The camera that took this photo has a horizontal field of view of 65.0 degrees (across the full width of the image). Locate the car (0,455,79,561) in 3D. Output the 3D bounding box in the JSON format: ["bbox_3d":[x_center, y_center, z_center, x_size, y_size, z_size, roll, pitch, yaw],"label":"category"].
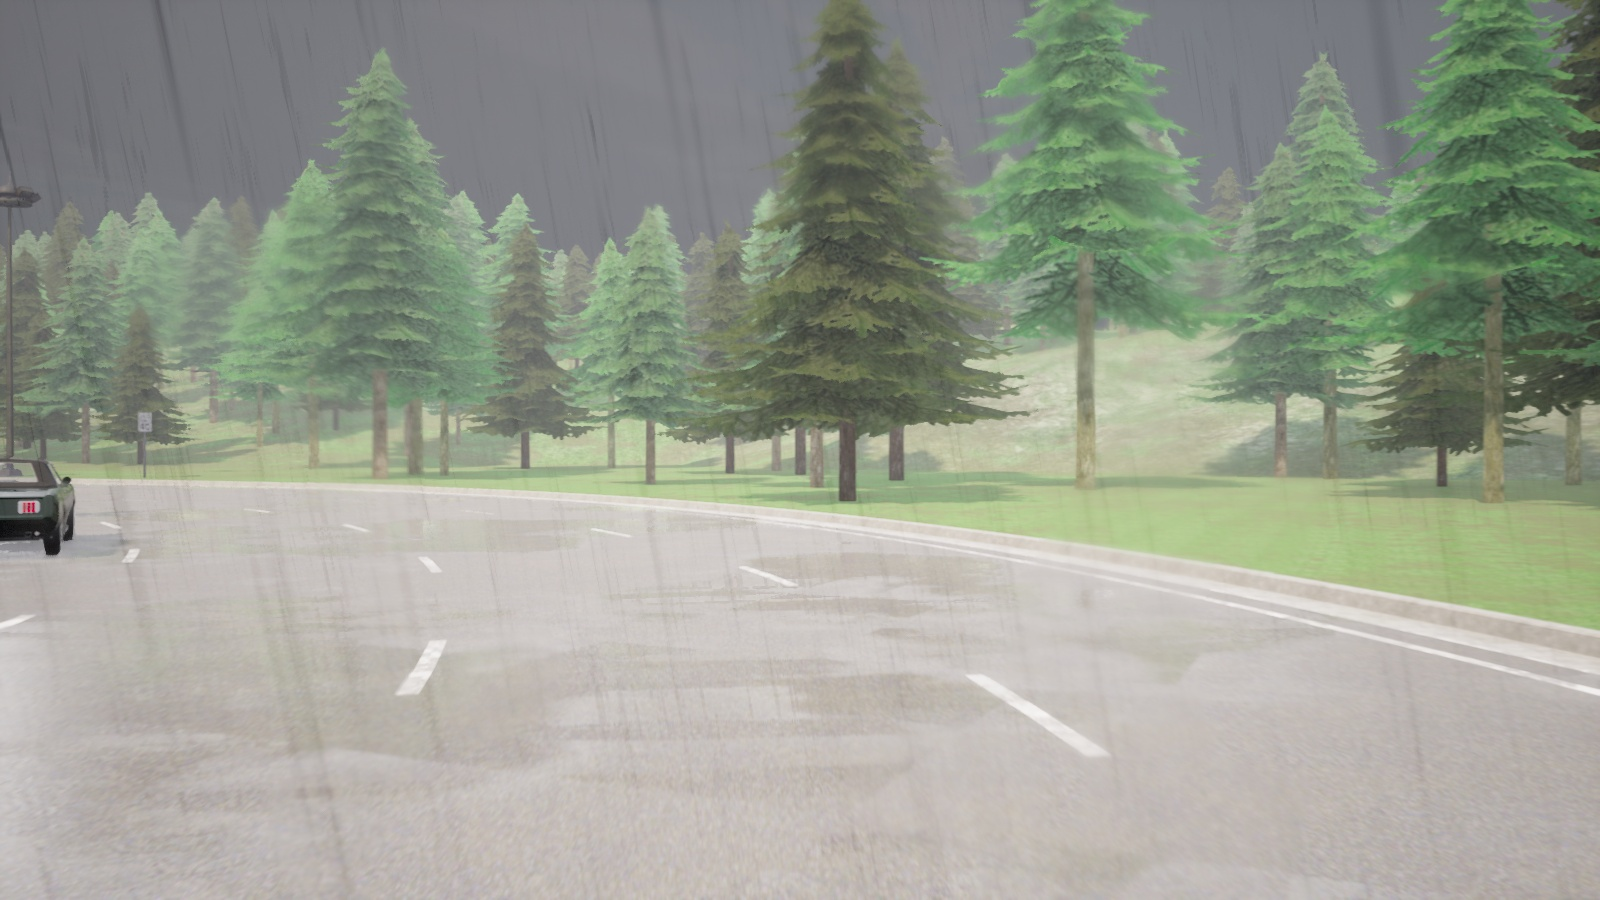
[{"bbox_3d":[-11.432,0.742,17.791,1.895,1.301,4.718,0,0,-27],"label":"car"}]
